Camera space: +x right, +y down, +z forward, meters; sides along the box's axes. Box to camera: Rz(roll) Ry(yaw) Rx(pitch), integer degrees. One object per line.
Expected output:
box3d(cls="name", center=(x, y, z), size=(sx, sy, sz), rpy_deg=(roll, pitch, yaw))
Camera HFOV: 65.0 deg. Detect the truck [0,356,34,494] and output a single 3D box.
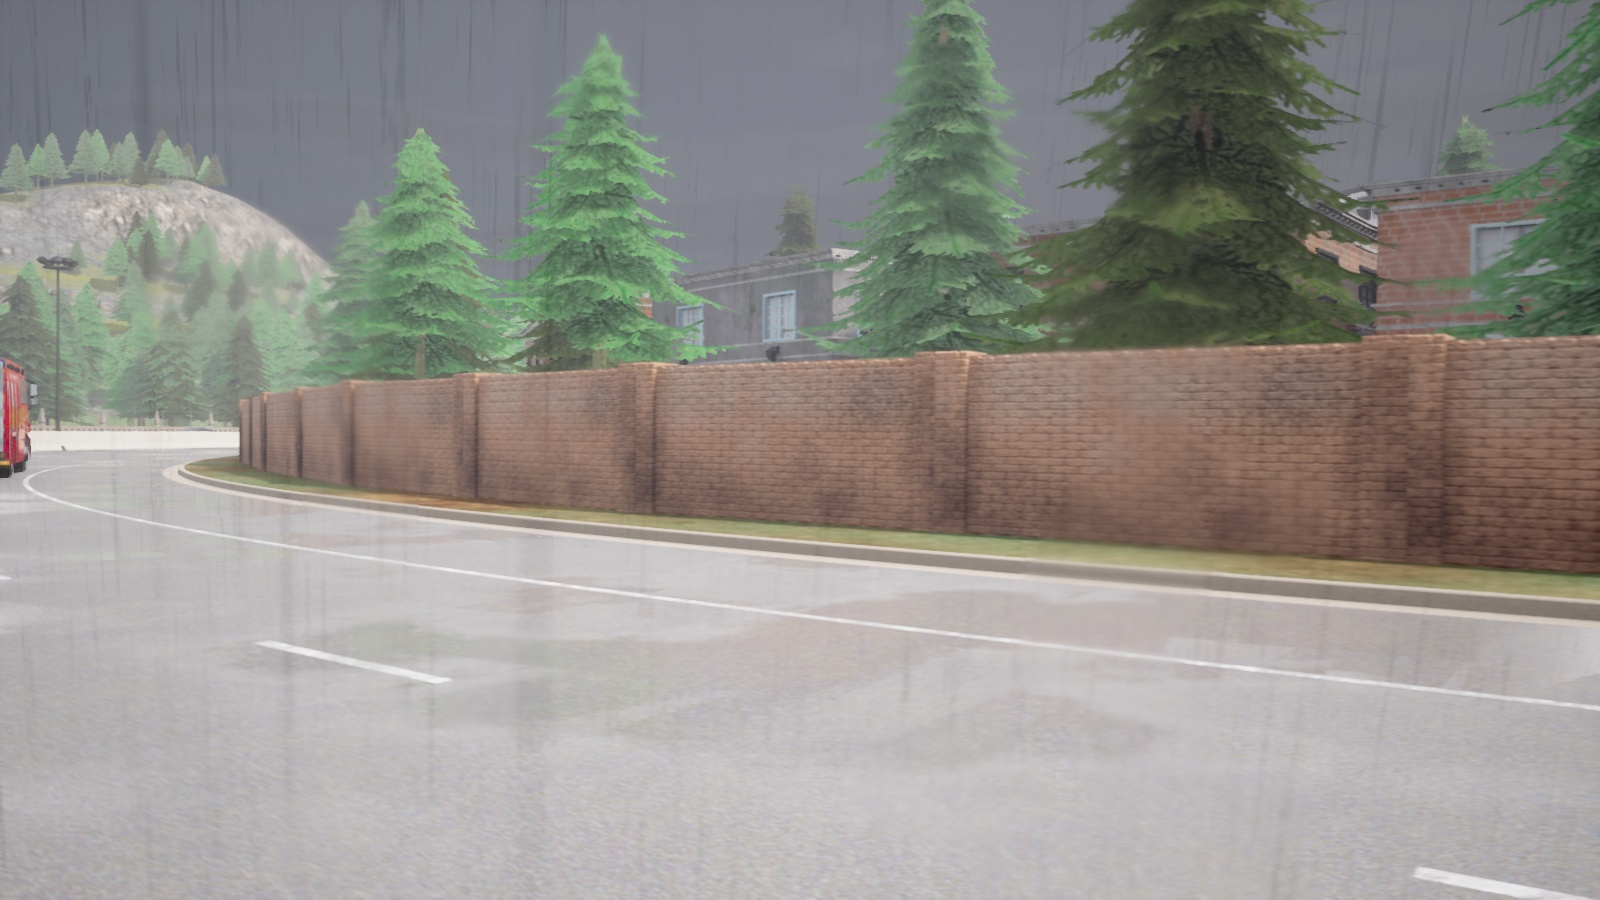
box3d(cls="truck", center=(-25.257, -0.715, 38.060), size=(2.891, 3.827, 8.468), rpy_deg=(-1, 1, -28))
